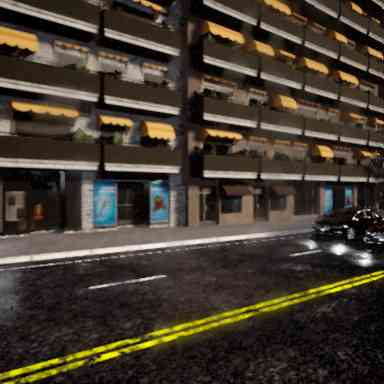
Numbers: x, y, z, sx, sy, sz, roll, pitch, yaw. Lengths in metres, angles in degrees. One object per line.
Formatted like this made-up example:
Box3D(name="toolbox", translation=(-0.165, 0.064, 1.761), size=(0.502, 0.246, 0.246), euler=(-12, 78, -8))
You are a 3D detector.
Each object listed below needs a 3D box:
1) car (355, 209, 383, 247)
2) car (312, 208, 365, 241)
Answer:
Box3D(name="car", translation=(9.347, 1.611, 14.340), size=(4.892, 1.490, 1.837), euler=(0, 0, -36))
Box3D(name="car", translation=(8.336, 1.618, 17.612), size=(4.892, 1.490, 1.837), euler=(0, 0, -36))
